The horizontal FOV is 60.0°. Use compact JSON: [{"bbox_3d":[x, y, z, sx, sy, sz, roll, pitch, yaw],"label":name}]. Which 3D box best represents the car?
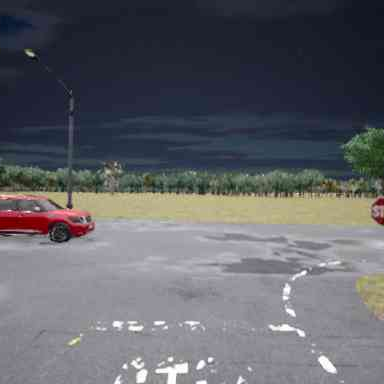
[{"bbox_3d":[-7.423,1.187,15.311,5.566,2.045,2.150,1,1,0],"label":"car"}]
